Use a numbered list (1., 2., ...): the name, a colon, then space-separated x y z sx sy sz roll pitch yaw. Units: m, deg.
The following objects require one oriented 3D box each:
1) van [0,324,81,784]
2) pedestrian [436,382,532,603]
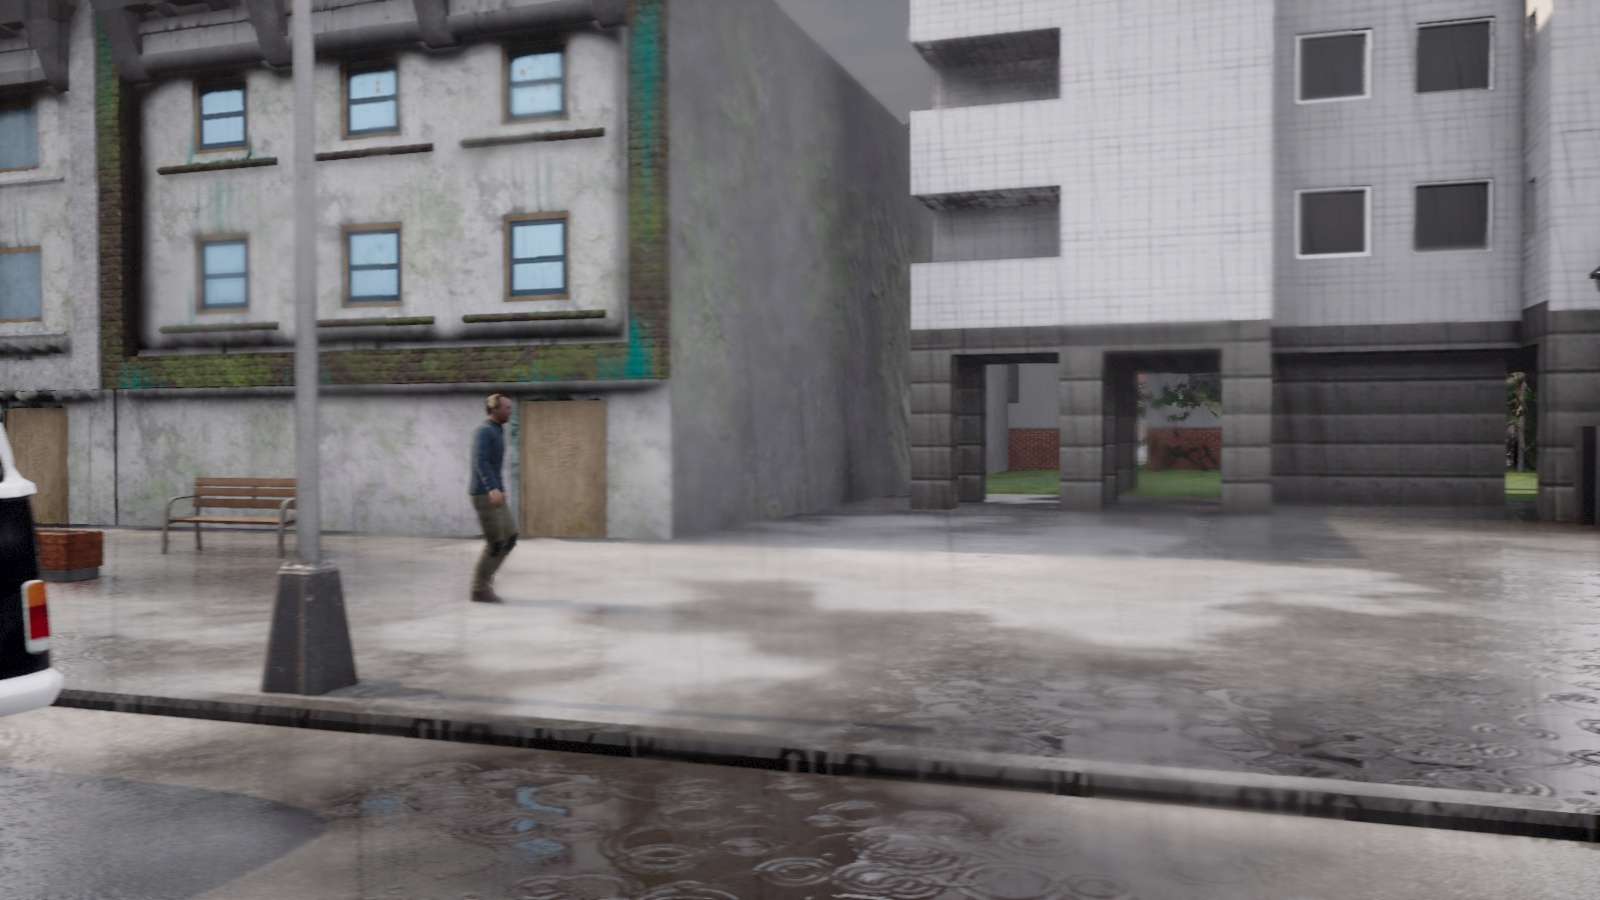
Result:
1. van: -5.861 0.439 5.687 4.480 2.038 2.069 1 1 19
2. pedestrian: -2.690 0.354 10.721 0.726 1.842 0.402 0 1 0
